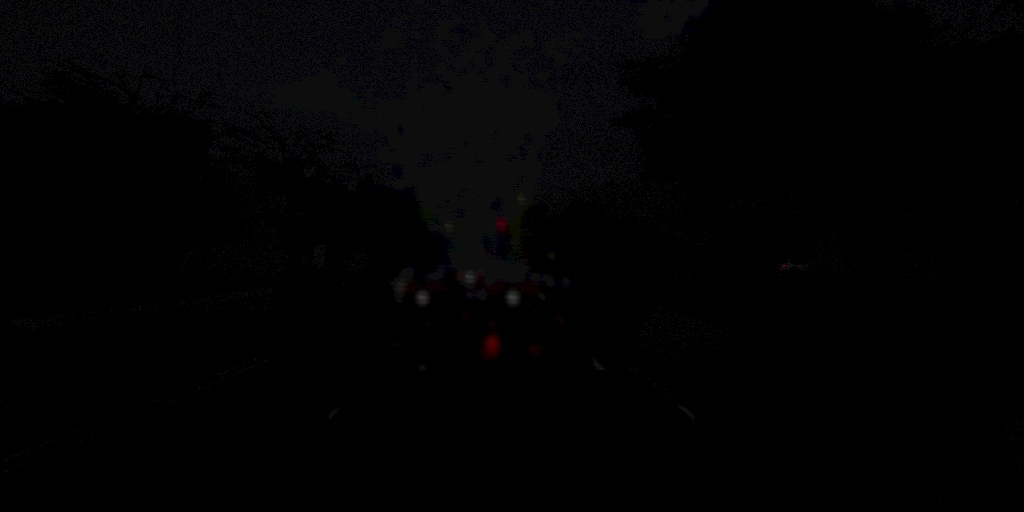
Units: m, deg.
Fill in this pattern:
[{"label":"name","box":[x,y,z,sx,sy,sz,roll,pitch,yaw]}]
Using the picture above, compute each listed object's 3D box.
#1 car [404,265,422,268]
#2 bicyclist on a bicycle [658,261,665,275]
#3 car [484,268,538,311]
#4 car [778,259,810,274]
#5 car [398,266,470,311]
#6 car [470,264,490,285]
[{"label":"car","box":[-9.794,1.611,35.608,2.128,1.511,4.902,0,-1,1]},{"label":"bicyclist on a bicycle","box":[18.129,1.490,43.553,0.582,1.620,1.656,0,-1,0]},{"label":"car","box":[0.054,1.372,15.309,1.882,1.535,5.008,0,0,0]},{"label":"car","box":[37.362,1.406,46.542,5.566,2.045,2.150,0,-1,0]},{"label":"car","box":[-3.195,1.372,15.360,1.882,1.535,5.008,0,0,0]},{"label":"car","box":[-3.203,1.614,29.397,1.994,1.385,4.181,0,-1,1]}]
